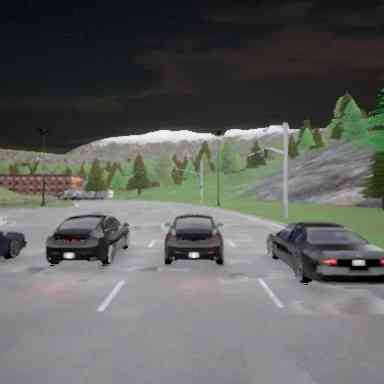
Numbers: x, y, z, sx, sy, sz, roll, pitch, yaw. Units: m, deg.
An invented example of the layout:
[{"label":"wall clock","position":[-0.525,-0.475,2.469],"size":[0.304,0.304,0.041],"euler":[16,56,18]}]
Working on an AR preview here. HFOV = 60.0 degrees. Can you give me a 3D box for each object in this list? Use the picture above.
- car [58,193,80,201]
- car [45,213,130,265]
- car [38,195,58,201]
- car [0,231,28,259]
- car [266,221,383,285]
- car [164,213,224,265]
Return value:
[{"label":"car","position":[-32.501,1.620,87.764],"size":[4.892,1.490,1.837],"euler":[0,0,35]},{"label":"car","position":[-3.436,1.522,11.747],"size":[1.837,1.490,4.892],"euler":[0,0,0]},{"label":"car","position":[-37.039,1.619,86.530],"size":[4.892,1.490,1.837],"euler":[0,0,28]},{"label":"car","position":[-6.940,1.561,9.686],"size":[2.033,1.411,5.357],"euler":[0,0,0]},{"label":"car","position":[3.559,1.561,9.597],"size":[2.033,1.411,5.357],"euler":[0,0,0]},{"label":"car","position":[0.064,1.522,11.784],"size":[1.837,1.490,4.892],"euler":[0,0,0]}]
